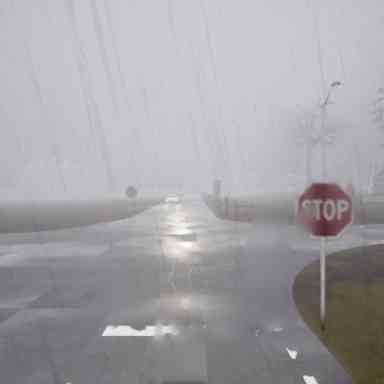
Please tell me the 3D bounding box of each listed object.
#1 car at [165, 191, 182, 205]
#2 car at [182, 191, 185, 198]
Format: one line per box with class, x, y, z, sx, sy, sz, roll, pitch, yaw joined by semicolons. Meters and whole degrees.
car;-2.677;1.008;45.913;1.812;1.442;4.674;0;2;0
car;-2.636;0.498;77.062;1.882;1.535;5.008;0;1;0
